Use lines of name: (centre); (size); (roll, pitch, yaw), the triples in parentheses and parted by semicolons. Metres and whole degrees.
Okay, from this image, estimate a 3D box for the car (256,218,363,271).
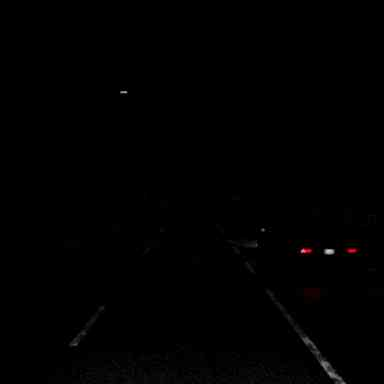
car: (3.503, 1.578, 10.991); (2.033, 1.411, 5.357); (0, 0, 0)
